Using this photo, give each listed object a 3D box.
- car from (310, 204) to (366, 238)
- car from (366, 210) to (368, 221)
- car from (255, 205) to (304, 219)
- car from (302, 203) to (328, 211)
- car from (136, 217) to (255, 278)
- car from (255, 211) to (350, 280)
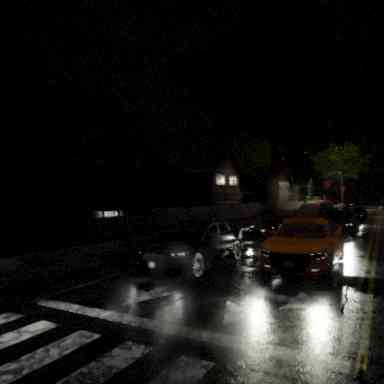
[{"bbox_3d":[8.427,1.658,18.887,2.128,1.511,4.902,-2,-1,30],"label":"car"},{"bbox_3d":[13.613,1.768,27.869,2.033,1.411,5.357,-2,-1,31],"label":"car"},{"bbox_3d":[4.842,1.748,19.169,1.837,1.490,4.892,-2,-1,30],"label":"car"},{"bbox_3d":[9.832,1.800,27.827,1.837,1.490,4.892,-2,-1,30],"label":"car"},{"bbox_3d":[0.144,1.686,11.004,2.128,1.511,4.902,-2,-1,30],"label":"car"},{"bbox_3d":[3.706,1.596,10.682,1.882,1.535,5.008,-2,-1,30],"label":"car"}]
